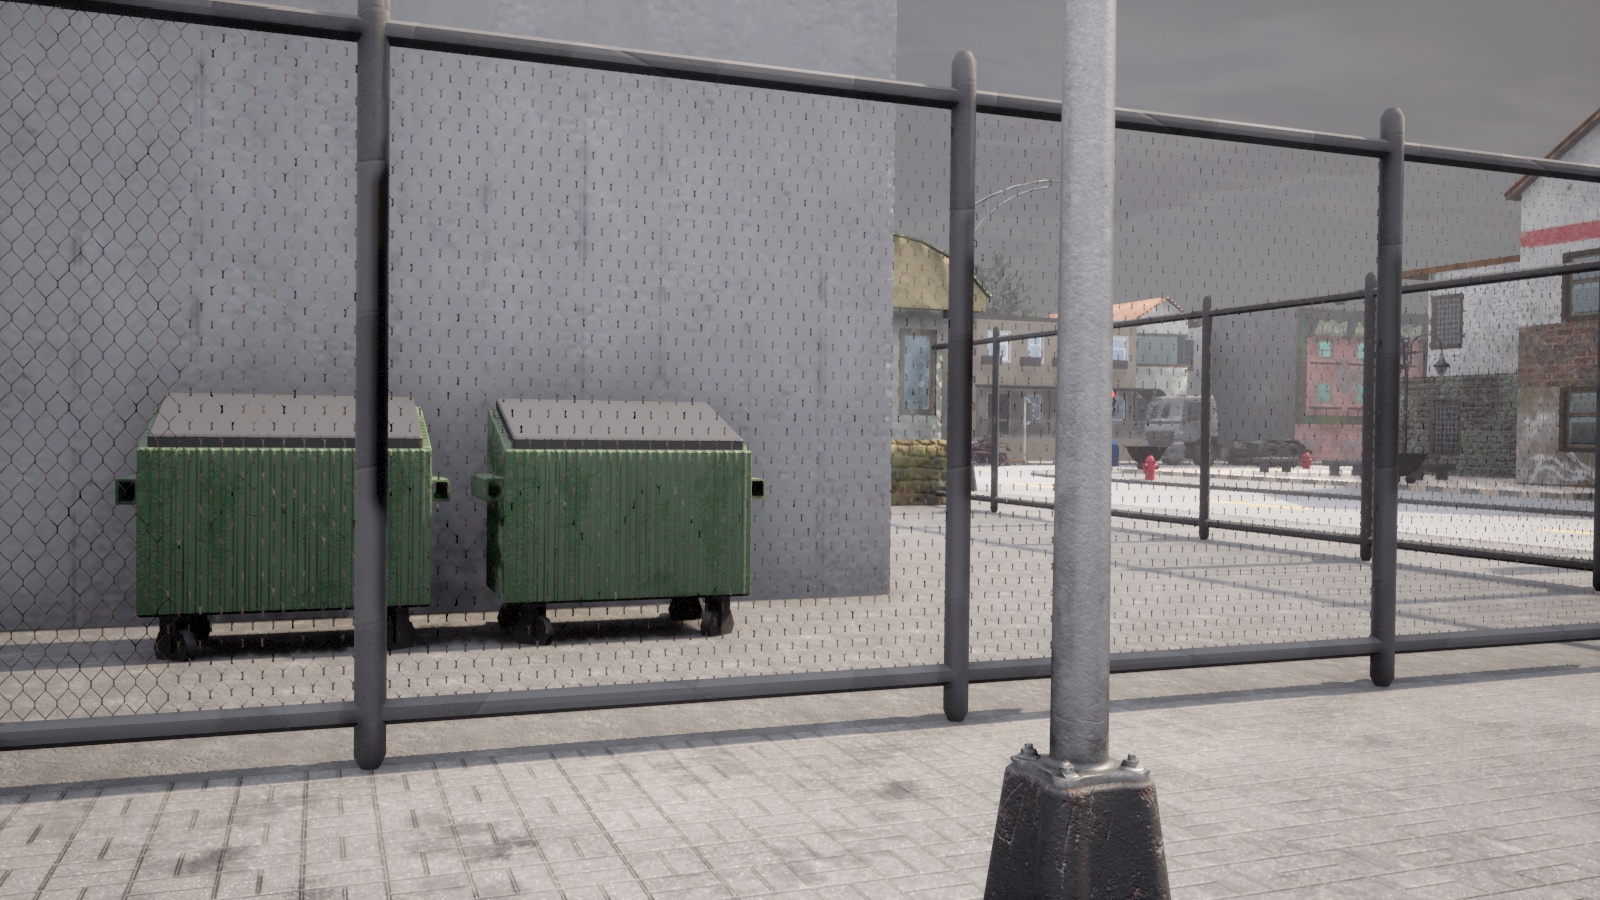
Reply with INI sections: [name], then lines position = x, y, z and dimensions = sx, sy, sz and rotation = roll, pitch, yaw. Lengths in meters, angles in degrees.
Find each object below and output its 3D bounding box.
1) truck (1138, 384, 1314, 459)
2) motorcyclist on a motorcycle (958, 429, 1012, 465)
[truck]
position = 20.355, -1.377, 60.002
dimensions = 7.936, 3.462, 2.891
rotation = -1, 1, -21
[motorcyclist on a motorcycle]
position = 8.155, -0.153, 55.346
dimensions = 2.191, 1.530, 0.866
rotation = -1, 1, -22
